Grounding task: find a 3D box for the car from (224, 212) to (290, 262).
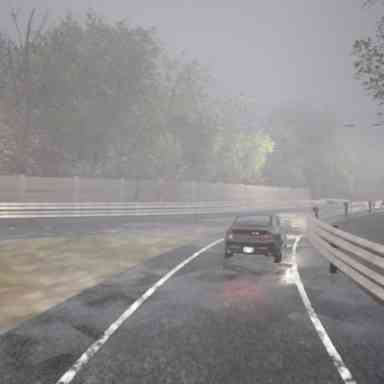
[{"bbox_3d":[2.468,1.502,12.325,1.837,1.490,4.892,0,0,18],"label":"car"}]
